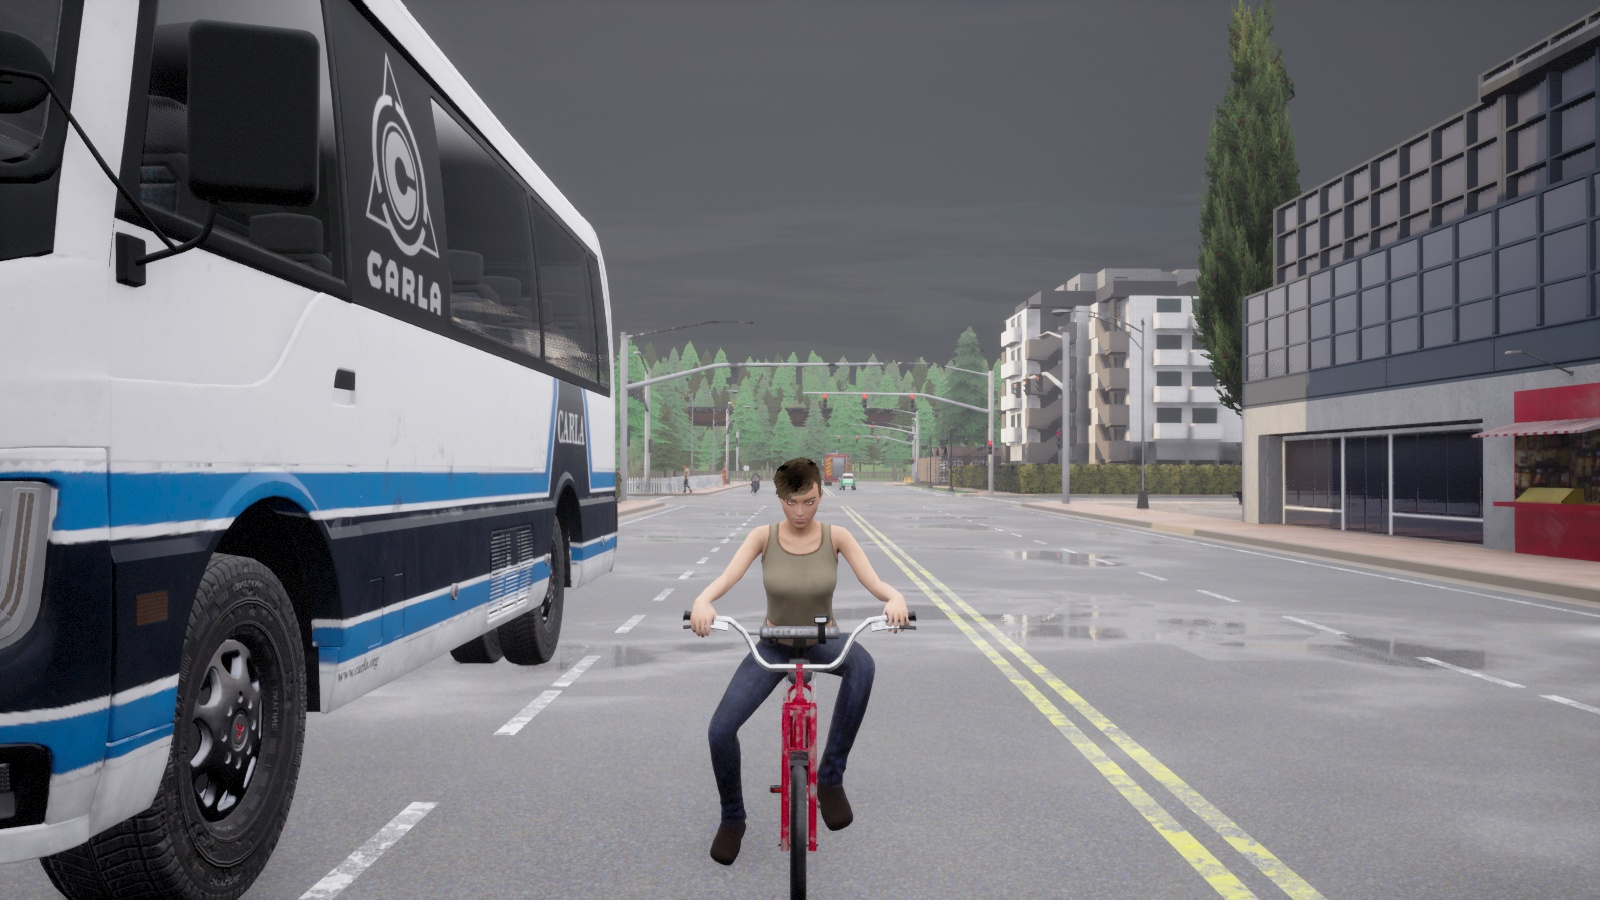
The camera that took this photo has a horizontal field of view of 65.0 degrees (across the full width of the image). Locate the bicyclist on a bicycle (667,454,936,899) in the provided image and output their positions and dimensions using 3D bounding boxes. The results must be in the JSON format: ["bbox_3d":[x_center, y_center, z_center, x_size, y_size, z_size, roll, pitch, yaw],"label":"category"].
[{"bbox_3d":[0.005,0.832,4.830,0.866,1.612,1.509,0,-1,0],"label":"bicyclist on a bicycle"}]

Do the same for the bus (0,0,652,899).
[{"bbox_3d":[-3.490,-0.422,7.526,3.944,4.253,10.273,0,-1,0],"label":"bus"}]
